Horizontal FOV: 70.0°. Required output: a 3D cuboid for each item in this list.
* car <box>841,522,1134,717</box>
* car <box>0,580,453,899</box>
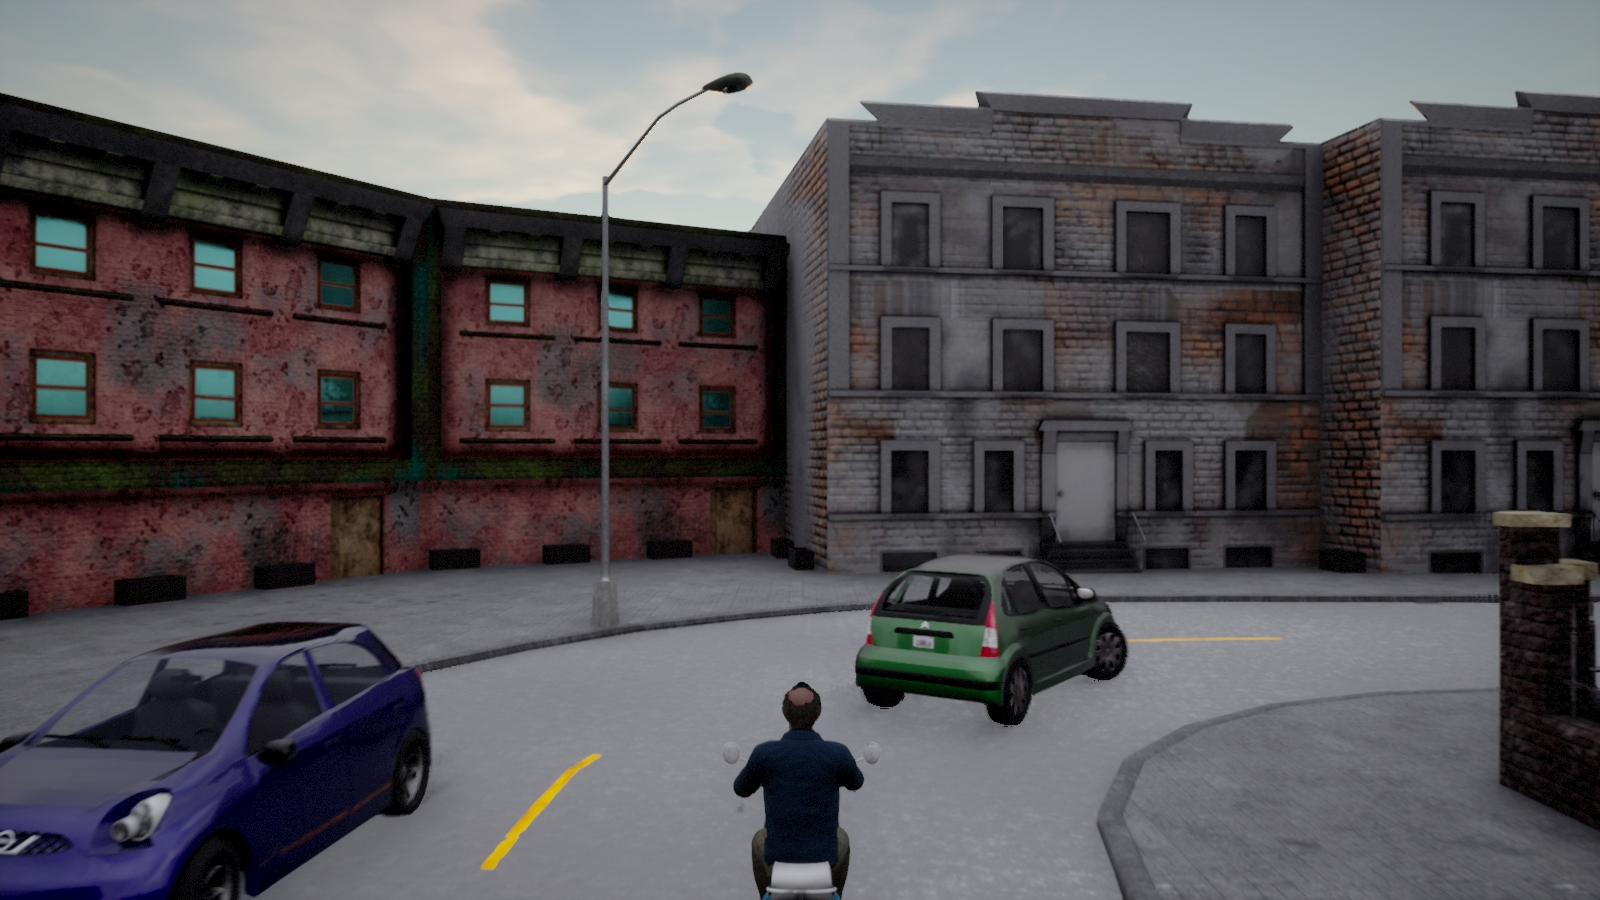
[{"bbox_3d":[2.315,1.781,13.239,1.851,1.617,3.988,0,0,34],"label":"car"},{"bbox_3d":[-3.900,1.819,7.504,1.845,1.501,3.633,0,0,6],"label":"car"}]
